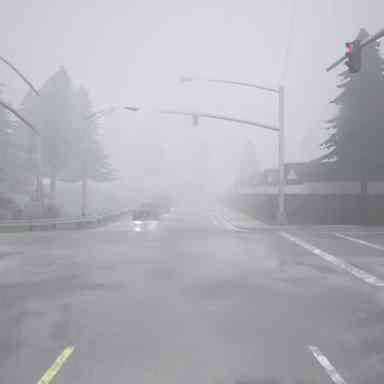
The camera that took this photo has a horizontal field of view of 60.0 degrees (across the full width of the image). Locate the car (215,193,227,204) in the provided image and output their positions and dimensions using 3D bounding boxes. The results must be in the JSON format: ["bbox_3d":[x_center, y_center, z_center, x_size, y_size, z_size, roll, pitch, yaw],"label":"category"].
[{"bbox_3d":[6.901,1.206,60.911,5.566,2.045,2.150,0,0,-22],"label":"car"}]

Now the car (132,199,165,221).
[{"bbox_3d":[-3.603,1.565,27.202,1.994,1.385,4.181,0,0,0],"label":"car"}]

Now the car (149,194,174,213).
[{"bbox_3d":[-3.607,1.221,38.161,2.150,2.045,5.566,0,0,0],"label":"car"}]

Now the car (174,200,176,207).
[{"bbox_3d":[-3.432,1.504,48.029,1.837,1.490,4.892,0,0,3],"label":"car"}]
